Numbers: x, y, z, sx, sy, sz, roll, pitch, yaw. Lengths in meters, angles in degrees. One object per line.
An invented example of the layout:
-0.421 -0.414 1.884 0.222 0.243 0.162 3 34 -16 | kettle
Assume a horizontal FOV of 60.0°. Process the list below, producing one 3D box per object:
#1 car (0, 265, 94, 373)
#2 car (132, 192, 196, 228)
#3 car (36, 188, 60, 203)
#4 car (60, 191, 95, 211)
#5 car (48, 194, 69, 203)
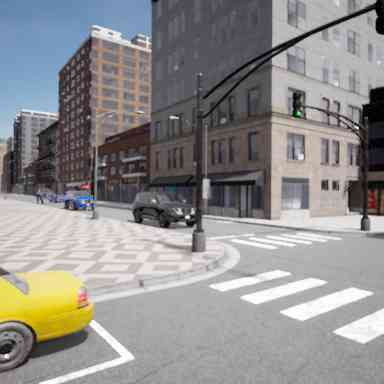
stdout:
-3.744 1.526 4.082 4.829 1.417 1.752 0 1 -36 | car
-1.836 1.038 20.947 2.150 2.045 5.566 1 0 -35 | car
-21.245 0.450 48.571 2.150 2.045 5.566 1 0 -35 | car
-11.821 0.879 35.075 2.150 2.045 5.566 1 0 -35 | car
-22.188 1.028 55.091 2.033 1.411 5.357 1 0 -35 | car
